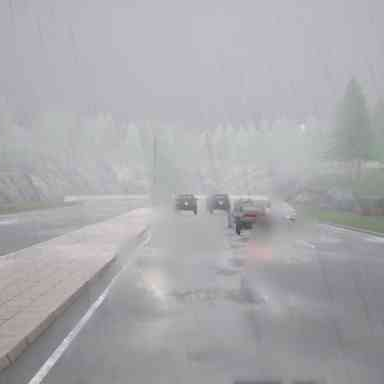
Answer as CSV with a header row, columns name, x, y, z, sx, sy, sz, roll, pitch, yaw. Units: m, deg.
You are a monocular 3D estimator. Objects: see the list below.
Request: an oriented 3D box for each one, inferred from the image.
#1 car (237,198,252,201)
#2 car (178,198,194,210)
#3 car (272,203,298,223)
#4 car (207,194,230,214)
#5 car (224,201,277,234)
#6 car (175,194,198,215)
name,x,y,z,sx,sy,sz,roll,pitch,yaw
car,6.305,1.491,40.395,2.128,1.511,4.902,0,0,-1
car,-0.766,1.547,44.519,2.033,1.411,5.357,0,0,-1
car,6.590,1.525,25.338,1.812,1.442,4.674,0,0,-1
car,2.880,1.222,36.285,2.150,2.045,5.566,0,0,-1
car,3.206,1.504,19.214,1.837,1.490,4.892,0,0,-1
car,-0.587,1.221,34.337,2.150,2.045,5.566,0,0,-1
